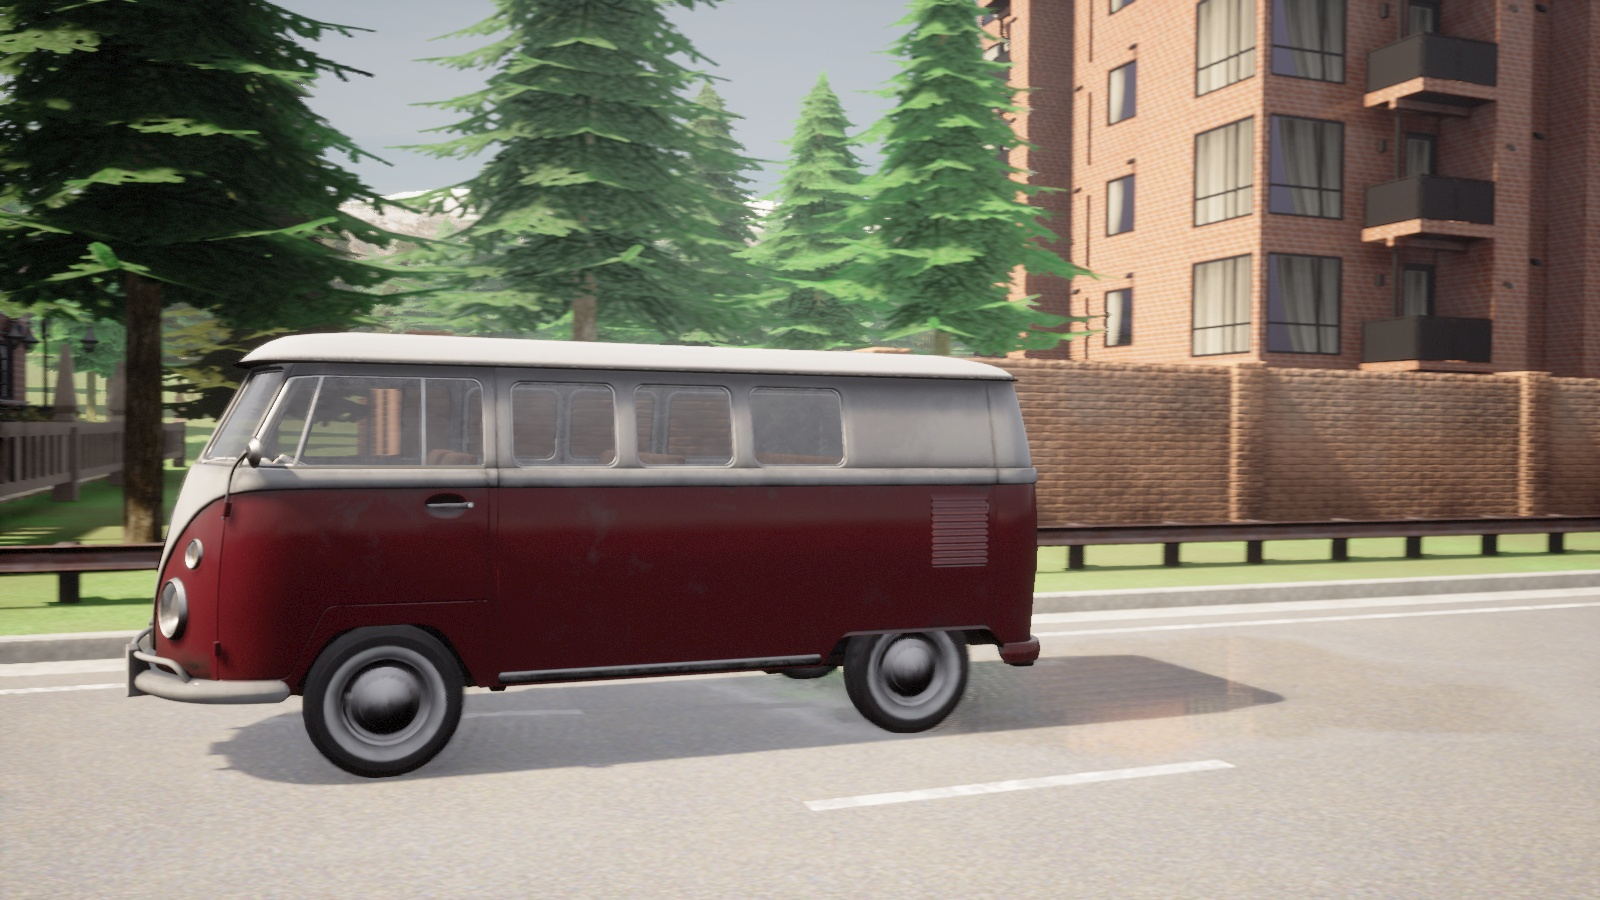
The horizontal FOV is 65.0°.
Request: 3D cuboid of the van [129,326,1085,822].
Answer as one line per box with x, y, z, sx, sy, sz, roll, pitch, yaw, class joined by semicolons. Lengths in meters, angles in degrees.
-0.903;0.452;6.637;4.442;1.987;1.775;-1;1;-21;van
